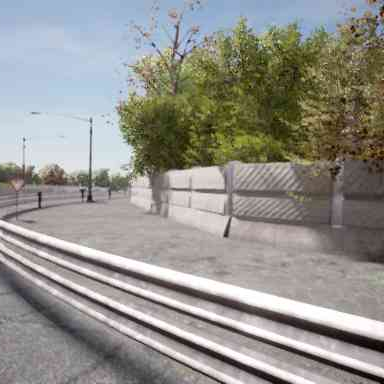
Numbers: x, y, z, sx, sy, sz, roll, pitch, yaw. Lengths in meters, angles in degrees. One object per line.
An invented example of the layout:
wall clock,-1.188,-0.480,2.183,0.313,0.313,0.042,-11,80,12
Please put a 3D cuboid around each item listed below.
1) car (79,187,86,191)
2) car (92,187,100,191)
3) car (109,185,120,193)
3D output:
car,-28.825,-0.700,87.484,1.895,1.301,4.718,1,1,-18
car,-25.457,-0.630,88.432,1.895,1.301,4.718,1,1,-18
car,-20.497,-0.874,88.289,2.150,2.045,5.566,1,1,-3
